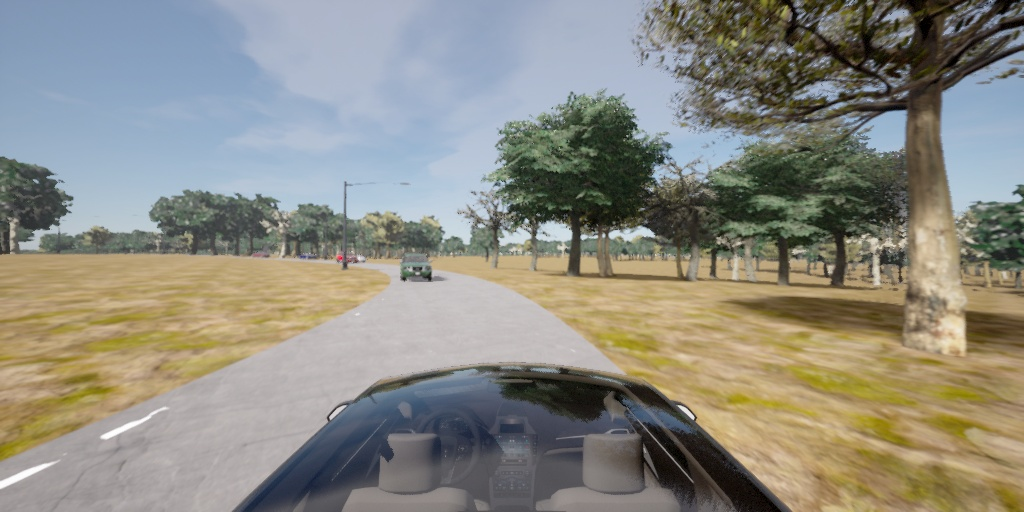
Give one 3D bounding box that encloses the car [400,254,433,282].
[{"bbox_3d":[-7.514,0.862,27.964,2.150,2.045,5.566,0,0,-18],"label":"car"}]
